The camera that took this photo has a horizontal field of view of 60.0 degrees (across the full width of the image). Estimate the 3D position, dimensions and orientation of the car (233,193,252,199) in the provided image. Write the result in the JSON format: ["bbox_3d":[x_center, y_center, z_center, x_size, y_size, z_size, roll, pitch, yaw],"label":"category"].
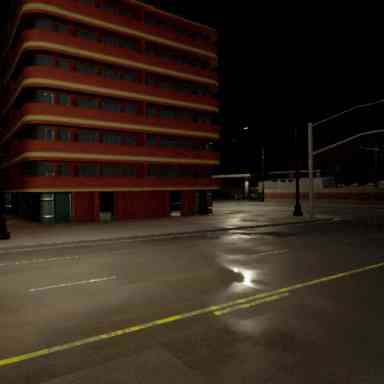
[{"bbox_3d":[12.919,1.061,81.968,3.806,1.475,1.970,-1,1,-35],"label":"car"}]

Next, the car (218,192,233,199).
[{"bbox_3d":[8.949,0.930,86.191,4.611,1.667,2.242,-1,1,-35],"label":"car"}]
